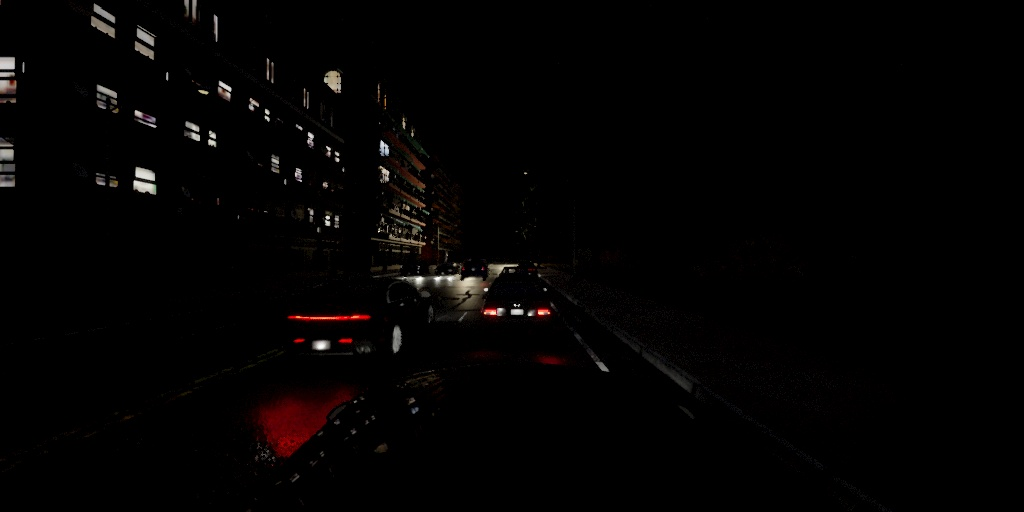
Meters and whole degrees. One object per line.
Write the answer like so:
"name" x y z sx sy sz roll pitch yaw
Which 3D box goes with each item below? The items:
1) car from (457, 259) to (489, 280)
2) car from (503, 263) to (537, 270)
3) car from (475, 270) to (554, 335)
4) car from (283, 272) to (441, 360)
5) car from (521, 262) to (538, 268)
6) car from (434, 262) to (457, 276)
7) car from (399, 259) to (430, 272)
"car" -3.122 1.105 30.790 2.097 1.767 4.553 0 0 -1
"car" 0.119 1.300 20.875 2.033 1.411 5.357 0 0 0
"car" 0.111 1.299 10.513 2.033 1.411 5.357 0 0 0
"car" -3.145 1.253 8.338 1.837 1.490 4.892 0 -1 0
"car" 1.167 1.259 30.642 1.837 1.490 4.892 0 0 0
"car" -6.564 1.301 36.711 2.033 1.411 5.357 0 0 0
"car" -9.816 1.105 36.408 2.097 1.767 4.553 0 0 0
